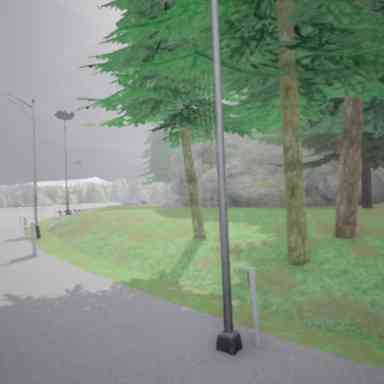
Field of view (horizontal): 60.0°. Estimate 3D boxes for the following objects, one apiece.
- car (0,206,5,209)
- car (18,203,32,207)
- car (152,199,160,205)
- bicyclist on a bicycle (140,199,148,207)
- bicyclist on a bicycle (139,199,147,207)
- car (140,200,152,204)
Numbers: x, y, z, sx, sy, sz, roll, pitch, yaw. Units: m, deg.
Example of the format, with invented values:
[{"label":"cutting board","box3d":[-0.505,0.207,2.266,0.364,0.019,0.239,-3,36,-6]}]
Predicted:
[{"label":"car","box3d":[-41.926,3.681,76.933,2.150,2.045,5.566,-3,-1,14]},{"label":"car","box3d":[-38.521,3.787,76.085,1.837,1.490,4.892,-3,-1,14]},{"label":"car","box3d":[-8.714,2.795,93.738,1.837,1.490,4.892,-3,-1,14]},{"label":"bicyclist on a bicycle","box3d":[-9.981,2.334,68.990,1.656,1.620,0.582,-2,-3,36]},{"label":"bicyclist on a bicycle","box3d":[-10.228,2.328,68.028,1.656,1.620,0.582,-1,-1,8]},{"label":"car","box3d":[-12.097,3.004,94.609,2.033,1.411,5.357,-3,-1,14]}]
